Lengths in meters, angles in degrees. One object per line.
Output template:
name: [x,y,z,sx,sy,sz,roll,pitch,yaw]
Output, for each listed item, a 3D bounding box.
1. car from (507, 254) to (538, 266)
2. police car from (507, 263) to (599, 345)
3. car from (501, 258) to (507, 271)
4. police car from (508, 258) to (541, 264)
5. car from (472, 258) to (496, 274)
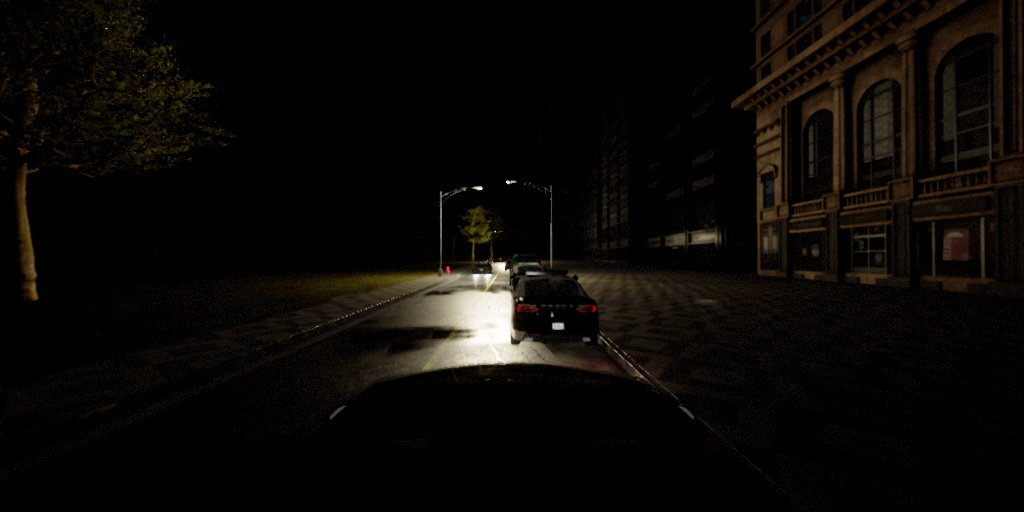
car: [0.901,0.908,25.491,2.150,2.045,5.566,0,0,0]
police car: [0.901,1.156,9.570,1.930,1.638,5.238,0,0,0]
car: [0.021,1.150,46.264,2.033,1.411,5.357,0,0,1]
police car: [0.902,1.128,19.571,1.930,1.638,5.238,0,0,0]
car: [-3.091,1.199,38.243,1.994,1.385,4.181,0,0,0]
